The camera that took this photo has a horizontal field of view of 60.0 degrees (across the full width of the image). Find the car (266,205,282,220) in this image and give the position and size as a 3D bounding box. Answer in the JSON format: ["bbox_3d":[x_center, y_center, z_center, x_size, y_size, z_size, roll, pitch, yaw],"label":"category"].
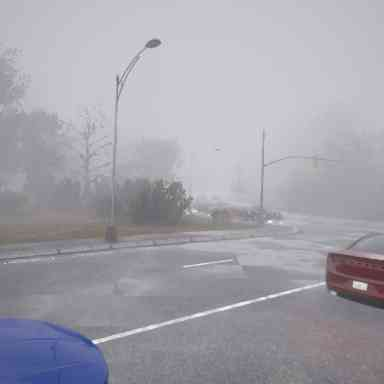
[{"bbox_3d":[8.096,2.214,37.261,1.837,1.490,4.892,3,-1,-21],"label":"car"}]

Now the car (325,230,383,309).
[{"bbox_3d":[5.015,1.555,7.357,5.008,1.535,1.882,1,-1,-35],"label":"car"}]

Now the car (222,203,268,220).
[{"bbox_3d":[5.407,2.168,34.585,1.895,1.301,4.718,3,-1,-23],"label":"car"}]

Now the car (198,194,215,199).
[{"bbox_3d":[1.904,1.728,56.498,1.837,1.490,4.892,2,2,-12],"label":"car"}]

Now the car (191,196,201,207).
[{"bbox_3d":[-0.662,1.701,52.344,2.128,1.511,4.902,2,1,-15],"label":"car"}]

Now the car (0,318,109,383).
[{"bbox_3d":[-2.899,1.478,1.675,5.008,1.535,1.882,0,0,-36],"label":"car"}]

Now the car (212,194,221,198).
[{"bbox_3d":[5.851,1.104,79.146,2.033,1.411,5.357,2,2,-1],"label":"car"}]

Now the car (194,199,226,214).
[{"bbox_3d":[2.249,2.034,42.784,1.994,1.385,4.181,3,0,-19],"label":"car"}]

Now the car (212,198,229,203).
[{"bbox_3d":[4.620,2.103,46.471,2.033,1.411,5.357,3,1,-18],"label":"car"}]
